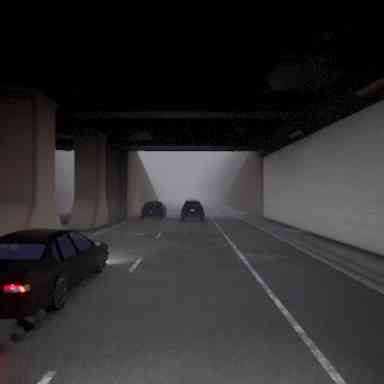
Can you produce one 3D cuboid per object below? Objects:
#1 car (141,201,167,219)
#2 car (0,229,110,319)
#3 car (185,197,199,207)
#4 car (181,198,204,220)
[{"bbox_3d":[-3.407,1.561,30.338,1.882,1.535,5.008,0,0,0],"label":"car"},{"bbox_3d":[-3.408,1.569,7.693,2.033,1.411,5.357,0,0,0],"label":"car"},{"bbox_3d":[-0.010,1.653,54.928,2.163,1.488,4.792,0,0,0],"label":"car"},{"bbox_3d":[0.055,1.512,28.855,2.033,1.649,4.856,0,0,0],"label":"car"}]
